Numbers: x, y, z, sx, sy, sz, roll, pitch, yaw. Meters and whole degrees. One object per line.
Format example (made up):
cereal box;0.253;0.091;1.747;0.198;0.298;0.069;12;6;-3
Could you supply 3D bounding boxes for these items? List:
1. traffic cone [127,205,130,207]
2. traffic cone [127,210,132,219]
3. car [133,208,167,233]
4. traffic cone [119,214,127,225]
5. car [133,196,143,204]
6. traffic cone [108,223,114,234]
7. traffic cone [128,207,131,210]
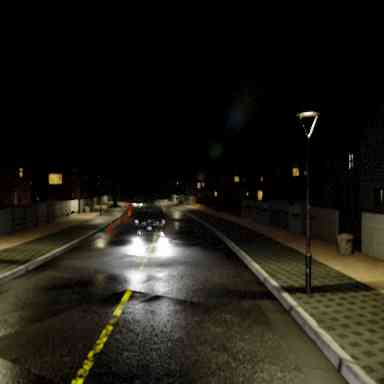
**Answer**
traffic cone;-7.017;2.053;38.009;0.340;0.580;0.340;0;0;-10
traffic cone;-5.505;2.023;28.244;0.340;0.580;0.340;0;0;-7
car;-2.466;1.641;20.013;1.895;1.301;4.718;0;0;-5
traffic cone;-4.929;2.010;23.336;0.340;0.580;0.340;0;0;-6
car;-11.457;1.672;70.801;2.128;1.511;4.902;0;0;-9
traffic cone;-4.474;1.997;18.416;0.340;0.580;0.340;0;0;-5
traffic cone;-6.201;2.038;33.135;0.340;0.580;0.340;0;0;-9
